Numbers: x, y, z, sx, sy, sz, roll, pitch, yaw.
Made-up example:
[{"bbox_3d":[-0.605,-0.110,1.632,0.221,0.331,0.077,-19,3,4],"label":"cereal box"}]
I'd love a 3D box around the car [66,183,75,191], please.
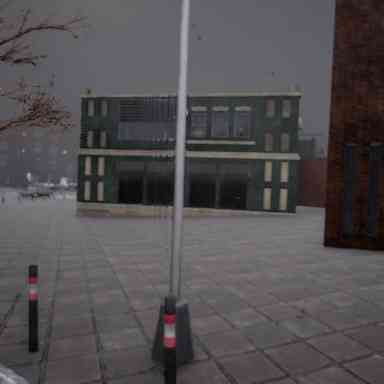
[{"bbox_3d":[-26.807,-0.921,67.356,4.674,1.452,2.002,3,2,20],"label":"car"}]

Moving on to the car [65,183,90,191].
[{"bbox_3d":[-24.959,-1.090,72.555,4.892,1.521,2.231,3,2,20],"label":"car"}]

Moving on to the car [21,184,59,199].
[{"bbox_3d":[-20.857,0.044,45.071,2.128,1.511,4.902,3,2,14],"label":"car"}]

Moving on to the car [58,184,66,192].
[{"bbox_3d":[-27.739,-0.897,64.762,5.008,1.535,2.097,3,2,20],"label":"car"}]

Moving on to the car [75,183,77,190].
[{"bbox_3d":[-25.847,-1.149,69.937,4.553,1.767,2.185,3,2,20],"label":"car"}]
